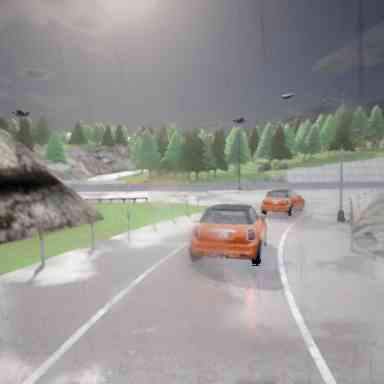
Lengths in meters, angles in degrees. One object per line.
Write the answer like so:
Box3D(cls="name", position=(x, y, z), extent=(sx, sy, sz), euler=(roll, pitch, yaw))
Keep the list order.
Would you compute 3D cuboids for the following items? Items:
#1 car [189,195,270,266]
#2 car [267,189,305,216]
Box3D(cls="car", position=(1.421, 1.171, 11.374), extent=(2.097, 1.767, 4.553), euler=(1, 2, 15))
Box3D(cls="car", position=(6.553, 0.600, 23.639), extent=(2.097, 1.767, 4.553), euler=(2, 4, 31))
